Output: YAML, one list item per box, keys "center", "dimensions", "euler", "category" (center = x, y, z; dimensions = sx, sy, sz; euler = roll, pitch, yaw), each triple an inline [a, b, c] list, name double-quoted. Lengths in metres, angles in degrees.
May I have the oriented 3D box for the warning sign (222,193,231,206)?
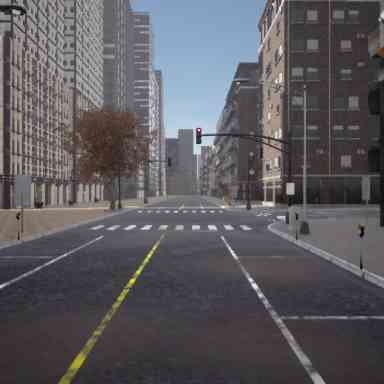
- center: [5.069, 1.146, 49.012]
  dimensions: [1.300, 1.860, 1.060]
  euler: [0, 0, 0]
  category: "warning sign"
